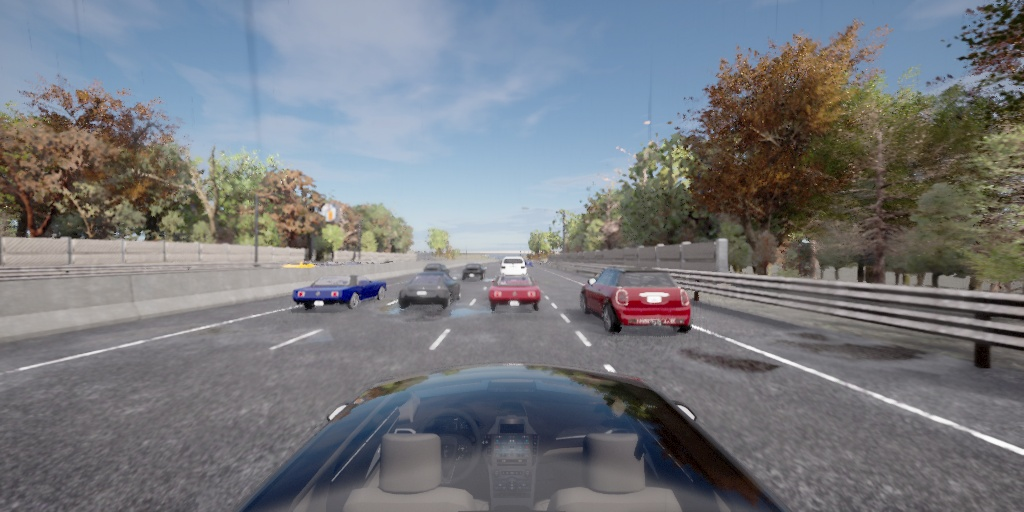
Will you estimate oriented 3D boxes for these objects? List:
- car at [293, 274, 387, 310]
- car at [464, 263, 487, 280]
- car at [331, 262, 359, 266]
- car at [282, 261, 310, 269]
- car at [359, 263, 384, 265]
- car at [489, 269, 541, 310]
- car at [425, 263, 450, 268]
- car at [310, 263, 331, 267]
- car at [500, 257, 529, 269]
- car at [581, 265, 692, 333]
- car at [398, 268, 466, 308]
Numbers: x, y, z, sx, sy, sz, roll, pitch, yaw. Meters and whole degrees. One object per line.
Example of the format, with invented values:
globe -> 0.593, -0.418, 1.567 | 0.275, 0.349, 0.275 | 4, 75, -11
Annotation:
car -> -6.897, 1.411, 15.045 | 1.895, 1.301, 4.718 | 0, 0, 0
car -> -3.397, 1.402, 32.892 | 1.837, 1.490, 4.892 | 0, 0, 0
car -> -21.084, 1.516, 47.137 | 2.033, 1.411, 5.357 | 0, 0, 0
car -> -28.072, 1.447, 47.224 | 1.882, 1.535, 5.008 | 0, -1, 0
car -> -17.580, 1.566, 46.455 | 1.895, 1.301, 4.718 | 0, 0, 0
car -> 0.101, 1.411, 15.042 | 1.895, 1.301, 4.718 | 0, 0, 0
car -> -6.899, 1.402, 32.908 | 1.837, 1.490, 4.892 | 0, 0, 0
car -> -24.571, 1.575, 48.169 | 1.895, 1.301, 4.718 | 0, 0, 0
car -> 0.102, 1.115, 32.129 | 2.150, 2.045, 5.566 | 0, 0, 0
car -> 3.539, 1.122, 11.083 | 2.097, 1.767, 4.553 | 0, 0, 0
car -> -3.399, 1.376, 15.512 | 1.994, 1.385, 4.181 | 0, 0, 0
